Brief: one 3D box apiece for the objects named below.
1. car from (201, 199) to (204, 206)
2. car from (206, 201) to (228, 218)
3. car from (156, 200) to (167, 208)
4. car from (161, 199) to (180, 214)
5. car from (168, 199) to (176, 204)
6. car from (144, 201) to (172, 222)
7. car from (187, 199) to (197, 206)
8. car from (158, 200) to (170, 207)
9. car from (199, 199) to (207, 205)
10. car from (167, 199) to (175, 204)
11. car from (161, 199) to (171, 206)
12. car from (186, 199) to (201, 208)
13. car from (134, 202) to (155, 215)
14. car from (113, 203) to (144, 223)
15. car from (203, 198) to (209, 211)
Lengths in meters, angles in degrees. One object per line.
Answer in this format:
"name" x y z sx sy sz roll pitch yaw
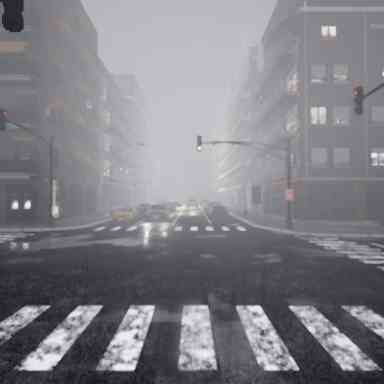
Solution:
"car" 2.733 2.152 51.089 1.802 1.307 4.206 1 -1 0
"car" 2.722 1.929 34.520 1.887 1.381 4.507 1 -1 0
"car" -5.640 2.217 61.986 1.752 1.417 4.829 1 -1 0
"car" -3.058 2.032 43.582 2.033 1.411 5.357 0 -1 0
"car" -5.617 2.622 95.293 2.008 1.369 4.403 1 -1 0
"car" -3.071 1.863 30.305 1.812 1.442 4.674 0 0 0
"car" 0.049 2.262 70.787 2.033 1.411 5.357 0 -1 0
"car" -5.636 2.307 67.678 2.008 1.369 4.403 1 -1 0
"car" 2.756 2.511 84.227 1.947 1.339 4.313 1 -1 0
"car" -5.621 2.531 89.600 1.752 1.417 4.829 1 -1 0
"car" -5.633 2.363 73.202 1.887 1.381 4.507 1 -1 0
"car" 0.043 2.030 60.753 2.097 1.767 4.553 0 -1 0
"car" -5.655 1.990 40.063 1.887 1.381 4.507 1 -1 0
"car" -5.662 1.846 28.847 1.752 1.417 4.829 1 -1 0
"car" 2.727 1.886 40.044 1.967 1.590 4.097 1 -1 0
